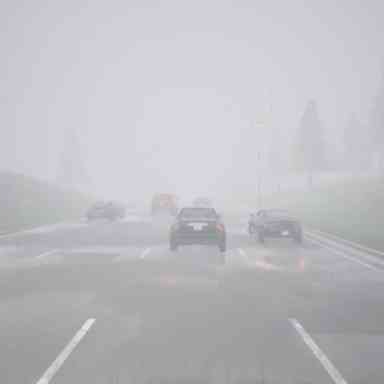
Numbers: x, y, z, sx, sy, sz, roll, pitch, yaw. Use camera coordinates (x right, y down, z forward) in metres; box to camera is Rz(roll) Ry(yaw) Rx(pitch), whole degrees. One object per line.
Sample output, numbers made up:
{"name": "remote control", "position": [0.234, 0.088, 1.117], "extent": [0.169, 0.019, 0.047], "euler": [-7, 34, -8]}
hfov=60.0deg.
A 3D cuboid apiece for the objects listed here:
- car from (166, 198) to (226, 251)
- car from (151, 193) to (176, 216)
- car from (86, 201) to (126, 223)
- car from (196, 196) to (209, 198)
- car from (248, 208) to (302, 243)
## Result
{"name": "car", "position": [0.262, 1.303, 14.064], "extent": [2.097, 1.767, 4.553], "euler": [0, 0, 1]}
{"name": "car", "position": [-2.494, 1.113, 31.788], "extent": [2.150, 2.045, 5.566], "euler": [0, 0, 3]}
{"name": "car", "position": [-6.336, 1.406, 24.937], "extent": [2.128, 1.511, 4.902], "euler": [0, 0, 3]}
{"name": "car", "position": [1.064, 1.239, 32.679], "extent": [2.097, 1.767, 4.553], "euler": [0, 0, 3]}
{"name": "car", "position": [3.807, 1.471, 15.671], "extent": [1.812, 1.442, 4.674], "euler": [0, 0, 2]}
